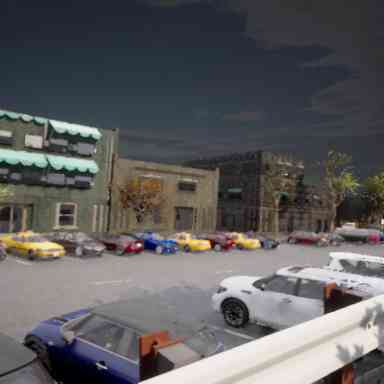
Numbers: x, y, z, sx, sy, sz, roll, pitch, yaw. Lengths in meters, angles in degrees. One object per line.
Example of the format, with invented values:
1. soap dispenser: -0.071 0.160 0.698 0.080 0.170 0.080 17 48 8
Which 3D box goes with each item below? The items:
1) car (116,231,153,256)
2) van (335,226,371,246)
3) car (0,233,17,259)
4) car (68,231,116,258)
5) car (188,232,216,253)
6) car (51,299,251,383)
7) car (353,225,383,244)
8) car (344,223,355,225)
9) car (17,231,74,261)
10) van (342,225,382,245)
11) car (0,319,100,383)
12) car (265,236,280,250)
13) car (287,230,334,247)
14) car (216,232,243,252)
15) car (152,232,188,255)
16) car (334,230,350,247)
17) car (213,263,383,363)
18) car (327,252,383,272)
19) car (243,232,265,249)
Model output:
1. car: -5.649 3.761 24.764 4.792 1.488 2.163 1 -3 34
2. van: 20.649 5.855 43.781 4.442 1.987 1.878 1 -3 34
3. car: -12.827 2.965 19.613 4.553 1.767 2.185 1 -4 34
4. car: -8.023 3.519 23.030 4.892 1.521 2.231 1 -4 34
5. car: -0.985 4.154 28.297 5.366 1.575 1.946 1 -3 34
6. car: -1.449 3.098 6.849 4.553 1.767 2.185 3 -2 34
7. car: 25.567 6.258 47.154 5.566 2.045 2.435 1 -4 34
8. car: 34.388 7.855 72.836 2.435 2.045 5.566 2 -2 36
9. car: -10.257 3.304 21.212 5.366 1.575 1.946 1 -4 34
10. van: 23.045 6.068 45.503 4.442 1.987 1.878 1 -3 34
11. car: -3.896 2.879 5.081 4.553 1.767 2.185 3 -2 34
12. car: 6.385 4.831 33.357 4.792 1.488 2.163 1 -4 34
13. car: 13.530 5.317 38.561 4.553 1.767 2.185 1 -4 34
14. car: 1.571 4.373 29.925 5.008 1.535 2.097 1 -3 34
15. car: -3.229 3.945 26.470 5.008 1.535 2.097 1 -4 35
16. car: 15.950 5.657 40.263 4.892 1.521 2.231 1 -3 34
17. car: 3.404 3.407 10.399 5.566 2.045 2.435 3 -2 34
18. car: 8.349 3.846 13.887 5.566 2.045 2.435 3 -2 34
19. car: 3.807 4.581 31.742 5.366 1.575 1.946 1 -3 34
